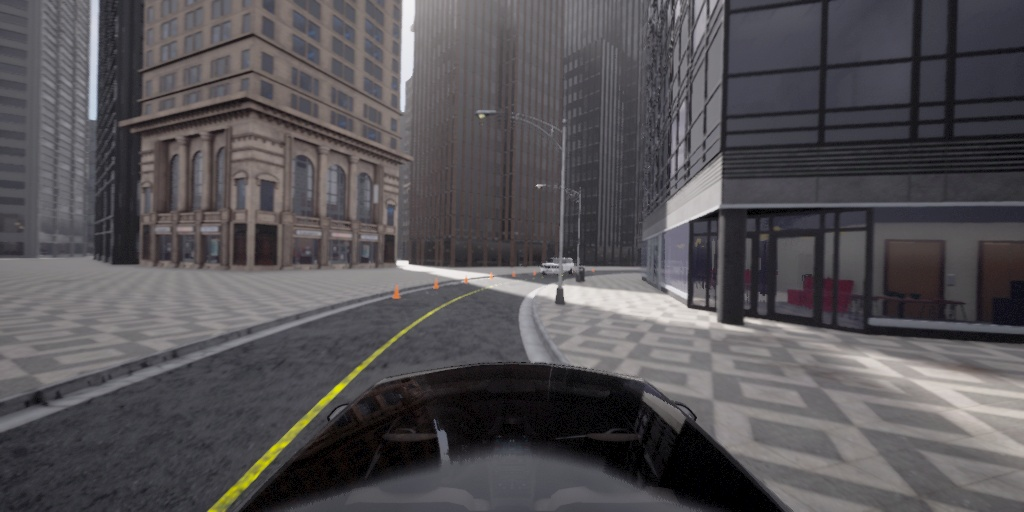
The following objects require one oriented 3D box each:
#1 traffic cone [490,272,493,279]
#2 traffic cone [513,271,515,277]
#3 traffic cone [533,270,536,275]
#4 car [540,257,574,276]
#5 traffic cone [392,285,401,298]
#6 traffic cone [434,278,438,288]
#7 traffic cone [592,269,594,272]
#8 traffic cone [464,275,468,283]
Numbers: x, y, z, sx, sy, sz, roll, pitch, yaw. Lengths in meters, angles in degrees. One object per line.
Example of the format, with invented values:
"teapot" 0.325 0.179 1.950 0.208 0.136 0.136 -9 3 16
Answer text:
"traffic cone" -1.823 1.717 31.535 0.340 0.580 0.340 0 0 20
"traffic cone" 0.177 1.778 36.368 0.340 0.580 0.340 0 0 25
"traffic cone" 2.585 1.843 41.010 0.340 0.580 0.340 0 0 30
"car" 5.195 1.182 40.669 2.150 2.045 5.566 1 0 31
"traffic cone" -5.245 1.602 16.261 0.340 0.580 0.340 0 0 5
"traffic cone" -4.544 1.628 21.444 0.340 0.580 0.340 0 0 10
"traffic cone" 12.063 2.058 53.466 0.340 0.580 0.340 0 0 45
"traffic cone" -3.400 1.667 26.548 0.340 0.580 0.340 0 0 15
